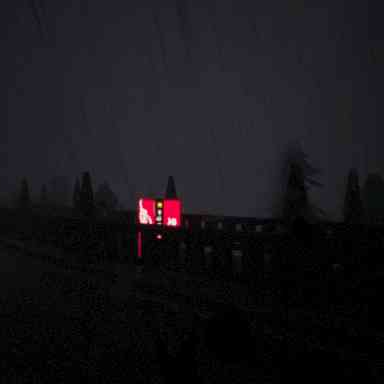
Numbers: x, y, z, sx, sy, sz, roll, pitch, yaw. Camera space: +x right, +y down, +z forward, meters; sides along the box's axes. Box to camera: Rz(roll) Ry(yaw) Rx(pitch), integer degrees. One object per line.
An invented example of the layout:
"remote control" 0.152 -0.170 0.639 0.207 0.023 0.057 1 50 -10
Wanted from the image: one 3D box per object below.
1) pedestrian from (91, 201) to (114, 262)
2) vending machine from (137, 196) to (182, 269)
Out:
"pedestrian" -2.632 1.141 9.818 0.375 1.860 0.375 0 0 41
"vending machine" -1.009 1.195 10.380 0.880 2.100 1.100 0 0 41
